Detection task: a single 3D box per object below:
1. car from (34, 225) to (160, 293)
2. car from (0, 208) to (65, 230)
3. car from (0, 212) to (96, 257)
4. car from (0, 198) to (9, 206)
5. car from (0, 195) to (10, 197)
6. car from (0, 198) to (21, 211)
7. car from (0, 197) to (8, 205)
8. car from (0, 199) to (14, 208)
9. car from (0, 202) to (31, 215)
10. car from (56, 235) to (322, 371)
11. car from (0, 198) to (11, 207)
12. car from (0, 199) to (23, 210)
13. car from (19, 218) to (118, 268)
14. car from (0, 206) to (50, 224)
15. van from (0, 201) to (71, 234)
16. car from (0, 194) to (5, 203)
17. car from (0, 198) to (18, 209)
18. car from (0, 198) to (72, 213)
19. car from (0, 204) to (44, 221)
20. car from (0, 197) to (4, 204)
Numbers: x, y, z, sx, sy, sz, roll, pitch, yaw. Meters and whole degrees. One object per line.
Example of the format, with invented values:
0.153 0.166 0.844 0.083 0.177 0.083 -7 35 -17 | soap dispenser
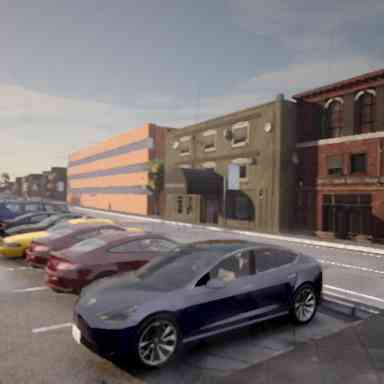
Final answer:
-1.200 1.705 8.413 4.674 1.452 2.002 2 -2 -34 | car
-12.211 1.937 24.843 4.674 1.452 2.002 2 -2 -34 | car
-4.497 1.724 13.007 5.366 1.575 1.946 2 -2 -34 | car
-35.805 1.762 60.081 4.674 1.452 2.002 2 -1 -34 | car
-23.243 1.604 41.285 5.566 2.045 2.435 2 -1 -34 | car
-26.393 1.696 45.979 4.553 1.767 2.185 2 -1 -34 | car
-37.373 1.746 62.432 4.674 1.452 2.002 2 -1 -34 | car
-31.085 1.813 53.040 4.674 1.452 2.002 2 -1 -34 | car
-21.657 1.913 38.949 4.674 1.452 2.002 2 -1 -34 | car
0.351 1.661 6.051 4.792 1.488 2.163 2 -2 -34 | car
-34.206 1.769 57.751 4.792 1.488 2.163 2 -1 -34 | car
-27.788 1.807 48.446 5.366 1.575 1.946 2 -1 -34 | car
-2.773 1.738 10.760 4.674 1.452 2.002 2 -2 -34 | car
-15.364 1.975 29.550 4.674 1.452 2.002 2 -1 -34 | car
-10.729 1.635 22.439 4.442 1.987 1.878 2 -2 -34 | van
-43.632 1.378 71.841 5.566 2.045 2.435 2 0 -34 | car
-29.668 1.782 50.588 5.366 1.575 1.946 2 -1 -34 | car
-9.036 1.580 20.173 5.566 2.045 2.435 2 -2 -34 | car
-16.936 1.963 31.908 4.674 1.452 2.002 2 -1 -34 | car
-42.089 1.689 69.477 4.674 1.452 2.002 2 -1 -34 | car
